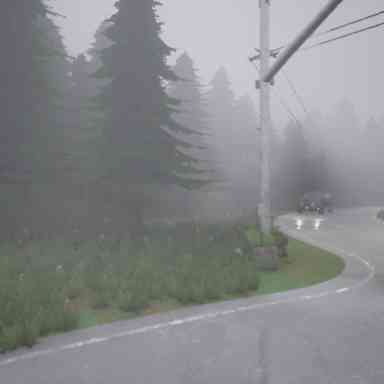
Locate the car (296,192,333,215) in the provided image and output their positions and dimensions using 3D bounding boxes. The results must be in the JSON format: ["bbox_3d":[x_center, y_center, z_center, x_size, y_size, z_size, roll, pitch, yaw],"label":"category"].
[{"bbox_3d":[11.568,0.994,31.127,2.150,2.045,5.566,0,0,35],"label":"car"}]
